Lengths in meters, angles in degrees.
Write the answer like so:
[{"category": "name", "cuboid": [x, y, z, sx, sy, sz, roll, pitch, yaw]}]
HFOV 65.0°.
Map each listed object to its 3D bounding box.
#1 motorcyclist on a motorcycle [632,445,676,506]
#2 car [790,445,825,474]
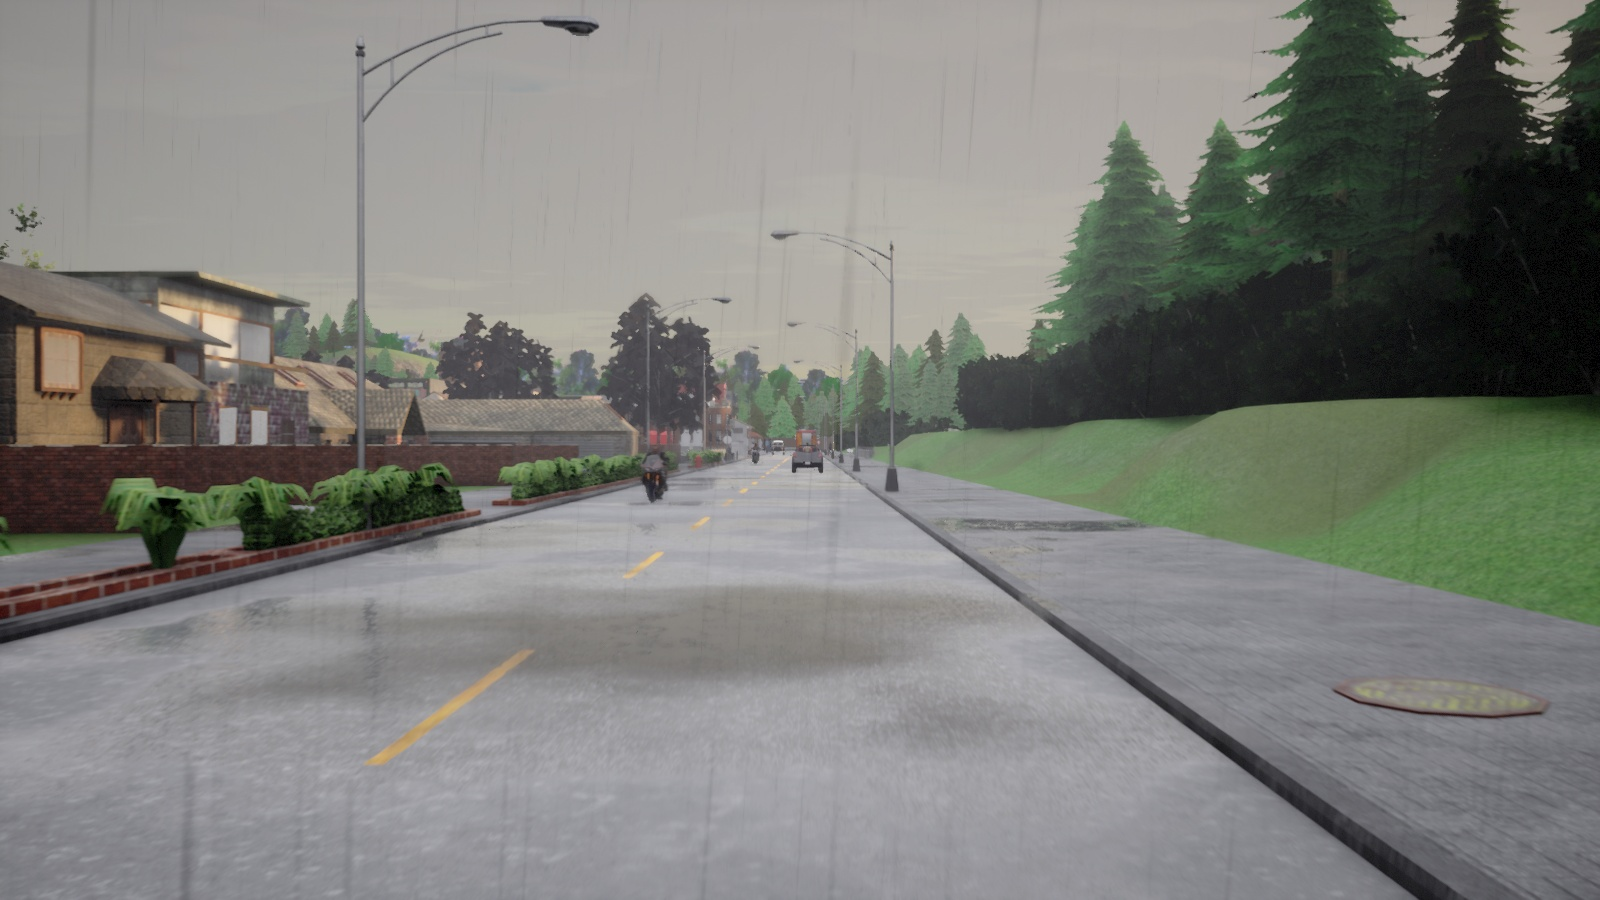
[{"category": "motorcyclist on a motorcycle", "cuboid": [-3.795, 0.641, 32.816, 0.866, 1.530, 2.191, 0, 0, 0]}, {"category": "car", "cuboid": [0.398, 0.482, 66.591, 1.845, 1.501, 3.633, 0, 0, 0]}]
